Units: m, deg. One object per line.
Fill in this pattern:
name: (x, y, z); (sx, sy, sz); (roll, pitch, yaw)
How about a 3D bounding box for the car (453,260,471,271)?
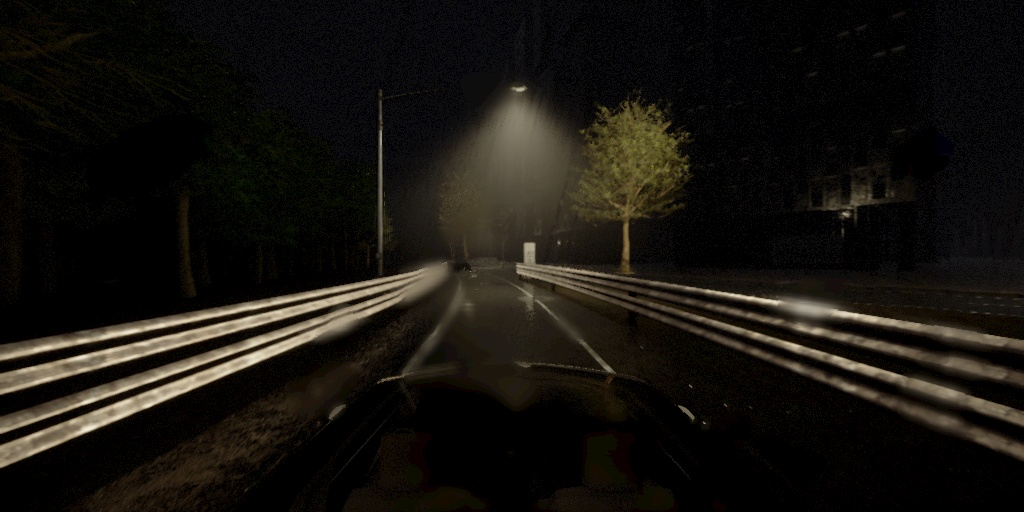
car: (-6.729, 1.248, 48.098); (1.837, 1.490, 4.892); (0, 1, -16)
